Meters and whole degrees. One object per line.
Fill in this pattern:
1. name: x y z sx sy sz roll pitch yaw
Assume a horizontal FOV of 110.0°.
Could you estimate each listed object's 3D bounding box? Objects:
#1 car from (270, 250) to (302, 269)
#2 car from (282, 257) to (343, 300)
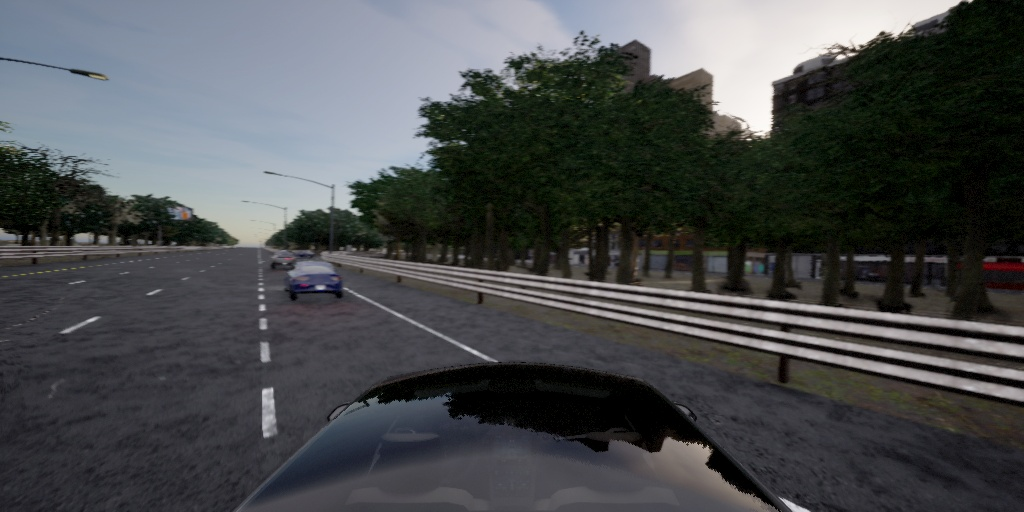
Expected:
1. car: -21.710 0.401 34.060 2.128 1.511 4.902 2 0 -35
2. car: -8.445 0.946 15.232 1.812 1.442 4.674 2 0 -35
